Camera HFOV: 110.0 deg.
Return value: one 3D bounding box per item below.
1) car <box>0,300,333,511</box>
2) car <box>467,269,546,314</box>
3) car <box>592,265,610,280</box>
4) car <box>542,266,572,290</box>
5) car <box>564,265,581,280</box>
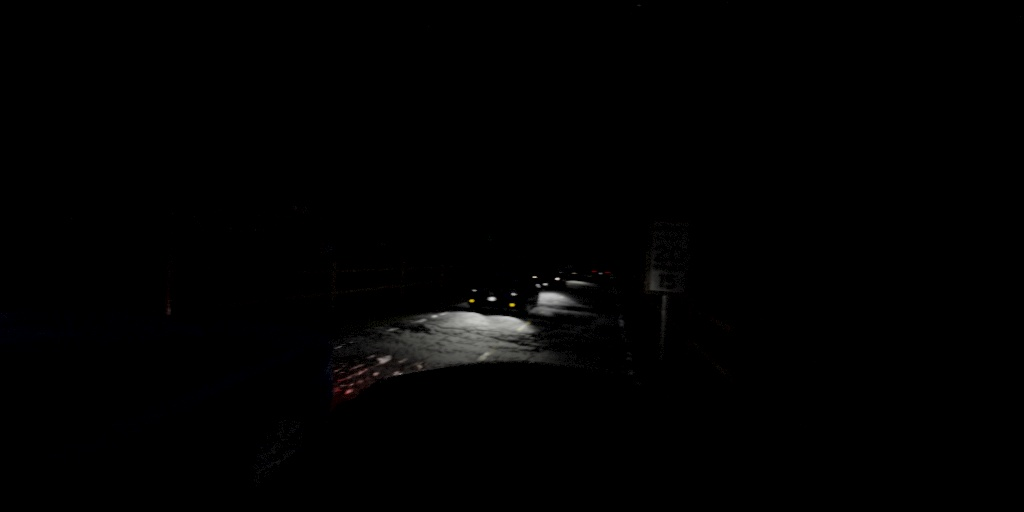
[{"bbox_3d":[-2.828,1.041,1.452,1.882,1.535,5.008,4,0,6],"label":"car"},{"bbox_3d":[-0.154,1.283,13.929,1.994,1.385,4.181,4,0,15],"label":"car"},{"bbox_3d":[10.349,1.923,41.734,1.994,1.385,4.181,4,0,15],"label":"car"},{"bbox_3d":[2.662,1.488,24.428,1.895,1.301,4.718,4,0,15],"label":"car"},{"bbox_3d":[5.804,1.596,36.013,1.812,1.442,4.674,4,0,15],"label":"car"}]
